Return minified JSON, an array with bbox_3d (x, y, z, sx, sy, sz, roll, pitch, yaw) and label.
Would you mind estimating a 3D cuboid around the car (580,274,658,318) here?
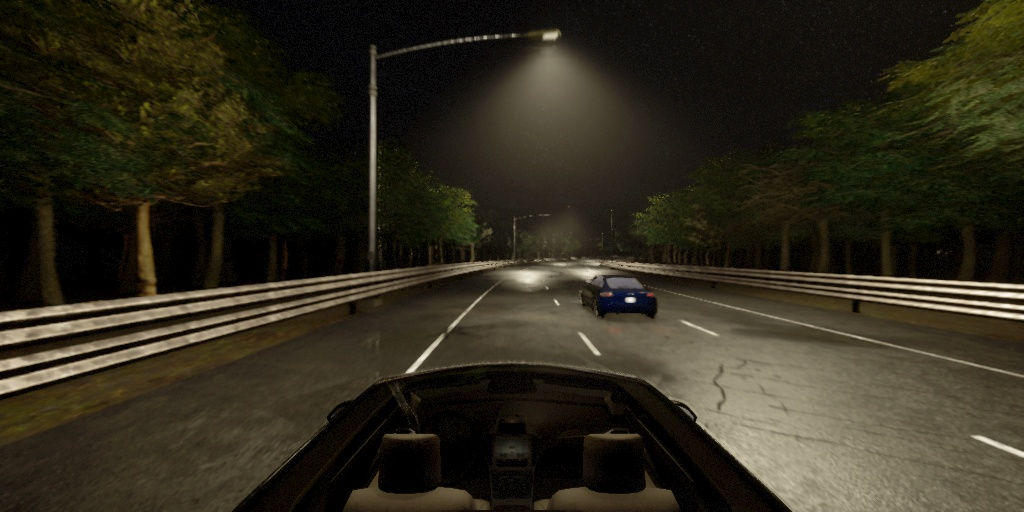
[{"bbox_3d":[3.766,1.351,13.267,1.994,1.385,4.181,0,0,1],"label":"car"}]
